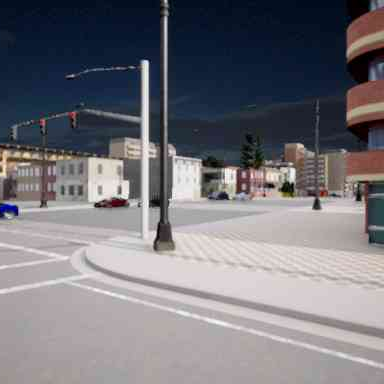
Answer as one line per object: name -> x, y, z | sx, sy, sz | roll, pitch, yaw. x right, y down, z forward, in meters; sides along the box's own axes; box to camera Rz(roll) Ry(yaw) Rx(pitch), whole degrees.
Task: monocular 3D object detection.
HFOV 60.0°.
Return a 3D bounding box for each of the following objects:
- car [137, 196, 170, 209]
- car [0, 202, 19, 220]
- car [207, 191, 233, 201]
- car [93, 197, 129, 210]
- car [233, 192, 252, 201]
car -> -4.567, 1.212, 39.311 | 1.994, 1.385, 4.181 | 0, 1, 36
car -> -15.507, 1.376, 24.576 | 1.882, 1.535, 5.008 | 0, 1, 37
car -> 4.471, 0.645, 57.243 | 2.097, 1.767, 4.553 | 0, 1, 37
car -> -9.358, 1.264, 38.728 | 1.994, 1.385, 4.181 | 0, 1, 37
car -> 8.640, 0.786, 56.946 | 1.812, 1.442, 4.674 | 0, 1, 37
